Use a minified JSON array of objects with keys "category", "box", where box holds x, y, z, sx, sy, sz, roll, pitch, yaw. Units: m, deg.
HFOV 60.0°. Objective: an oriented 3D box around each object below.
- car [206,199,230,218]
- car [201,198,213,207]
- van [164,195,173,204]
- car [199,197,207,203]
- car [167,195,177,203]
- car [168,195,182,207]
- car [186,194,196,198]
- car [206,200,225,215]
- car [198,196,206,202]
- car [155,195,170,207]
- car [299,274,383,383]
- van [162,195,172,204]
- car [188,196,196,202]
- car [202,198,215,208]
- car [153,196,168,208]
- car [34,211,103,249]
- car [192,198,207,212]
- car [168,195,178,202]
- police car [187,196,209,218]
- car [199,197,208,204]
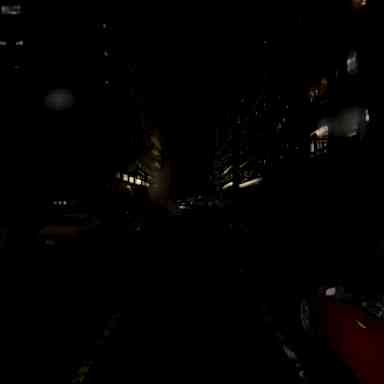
[{"category":"car","box":[2.600,1.655,31.465,1.887,1.381,4.507,1,0,0]},{"category":"car","box":[2.612,1.801,59.119,2.008,1.369,4.403,1,0,0]},{"category":"van","box":[-5.255,1.694,75.777,1.690,1.788,3.998,1,0,0]},{"category":"car","box":[2.623,1.935,81.241,1.887,1.381,4.507,1,0,0]},{"category":"car","box":[-5.249,1.745,86.838,2.192,1.841,5.009,1,0,0]},{"category":"car","box":[-2.783,1.745,57.210,1.837,1.490,4.892,0,0,0]},{"category":"car","box":[0.033,1.500,67.887,2.150,2.045,5.566,0,0,0]},{"category":"car","box":[2.603,1.661,37.167,1.752,1.417,4.829,1,0,0]},{"category":"car","box":[2.636,1.869,86.773,1.967,1.590,4.097,1,0,0]},{"category":"car","box":[-5.261,1.567,59.187,2.192,1.841,5.009,2,0,0]},{"category":"car","box":[2.587,1.593,3.816,1.802,1.307,4.206,1,0,0]},{"category":"van","box":[-5.257,1.658,70.245,1.690,1.788,3.998,2,0,0]},{"category":"car","box":[0.040,1.785,82.861,1.882,1.535,5.008,0,0,0]},{"category":"car","box":[2.610,1.765,53.587,1.887,1.381,4.507,1,0,0]},{"category":"car","box":[-5.269,1.746,53.484,1.752,1.417,4.829,2,0,0]},{"category":"car","box":[-5.286,1.571,14.777,1.752,1.417,4.829,2,0,0]},{"category":"car","box":[0.845,1.616,42.328,1.801,1.575,5.366,0,0,0]},{"category":"car","box":[-5.246,1.785,92.368,2.192,1.841,5.009,1,0,0]},{"category":"police car","box":[0.725,1.539,32.241,1.930,1.638,5.238,0,0,0]},{"category":"car","box":[2.621,1.897,75.711,1.887,1.381,4.507,1,0,0]}]
